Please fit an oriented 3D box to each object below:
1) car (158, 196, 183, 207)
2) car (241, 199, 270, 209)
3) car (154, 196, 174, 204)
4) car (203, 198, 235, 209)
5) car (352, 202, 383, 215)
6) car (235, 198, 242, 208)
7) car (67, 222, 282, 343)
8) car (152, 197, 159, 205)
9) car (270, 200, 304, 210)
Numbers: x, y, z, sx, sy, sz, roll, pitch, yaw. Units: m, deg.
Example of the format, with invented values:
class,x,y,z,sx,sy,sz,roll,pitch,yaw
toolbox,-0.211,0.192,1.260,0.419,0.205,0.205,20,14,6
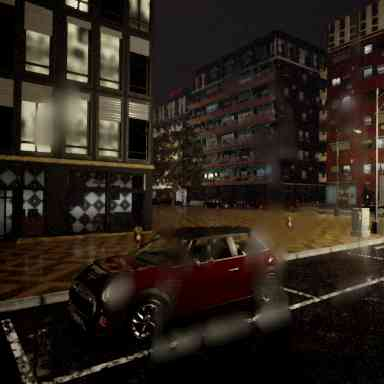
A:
class,x,y,z,sx,sy,sz,roll,pitch,yaw
car,-3.217,1.733,55.076,1.887,1.381,4.507,1,-1,-35
car,10.168,1.799,50.625,1.887,1.381,4.507,1,-1,-35
car,-6.158,1.724,73.807,2.192,1.841,5.009,1,-1,-35
car,3.314,1.677,45.803,2.008,1.369,4.403,1,-1,-35
car,19.964,1.729,36.716,1.947,1.339,4.313,1,-1,-35
car,6.903,1.725,55.261,1.967,1.590,4.097,1,-1,-35
car,-0.200,1.441,6.395,4.097,1.590,1.967,0,1,-35
car,-6.482,1.763,59.712,1.887,1.381,4.507,1,-1,-35
car,13.433,1.806,45.988,1.802,1.307,4.206,1,-1,-35
